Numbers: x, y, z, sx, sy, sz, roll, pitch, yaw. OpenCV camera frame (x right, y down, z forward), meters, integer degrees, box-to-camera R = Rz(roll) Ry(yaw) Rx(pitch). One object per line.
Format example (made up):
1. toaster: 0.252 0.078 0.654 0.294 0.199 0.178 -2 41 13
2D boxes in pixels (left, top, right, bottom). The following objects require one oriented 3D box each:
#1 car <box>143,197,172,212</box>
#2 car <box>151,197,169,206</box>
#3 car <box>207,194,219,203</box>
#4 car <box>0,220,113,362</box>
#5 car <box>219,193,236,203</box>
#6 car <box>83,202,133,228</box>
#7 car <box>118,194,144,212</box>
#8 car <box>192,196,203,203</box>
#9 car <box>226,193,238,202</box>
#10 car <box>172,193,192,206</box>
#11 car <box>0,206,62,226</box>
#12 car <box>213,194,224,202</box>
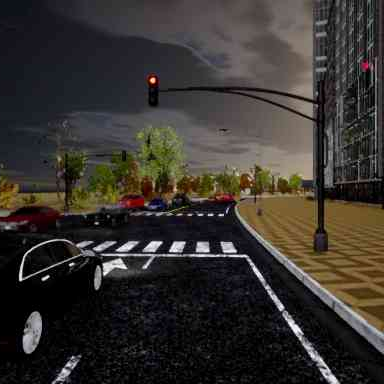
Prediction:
1. car: -4.051 1.525 39.667 1.812 1.442 4.674 0 0 7
2. car: -5.253 1.564 54.773 1.994 1.385 4.181 0 0 9
3. car: 4.506 1.573 71.219 1.994 1.385 4.181 0 0 12
4. car: -3.012 1.504 5.889 1.837 1.490 4.892 0 0 1
5. car: 7.622 1.239 70.097 2.150 2.045 5.566 0 0 12
6. car: -5.676 1.599 22.496 1.895 1.301 4.718 0 0 4
7. car: -7.282 1.218 40.084 2.150 2.045 5.566 0 0 7
8. car: 0.974 1.603 70.659 1.895 1.301 4.718 0 0 11
9. car: 9.777 1.245 80.389 2.150 2.045 5.566 0 0 14
10. car: -1.869 1.226 55.431 2.150 2.045 5.566 0 0 9
11. car: -9.150 1.523 19.096 1.812 1.442 4.674 0 0 4
12. car: 6.470 1.372 80.528 2.097 1.767 4.553 0 0 14
